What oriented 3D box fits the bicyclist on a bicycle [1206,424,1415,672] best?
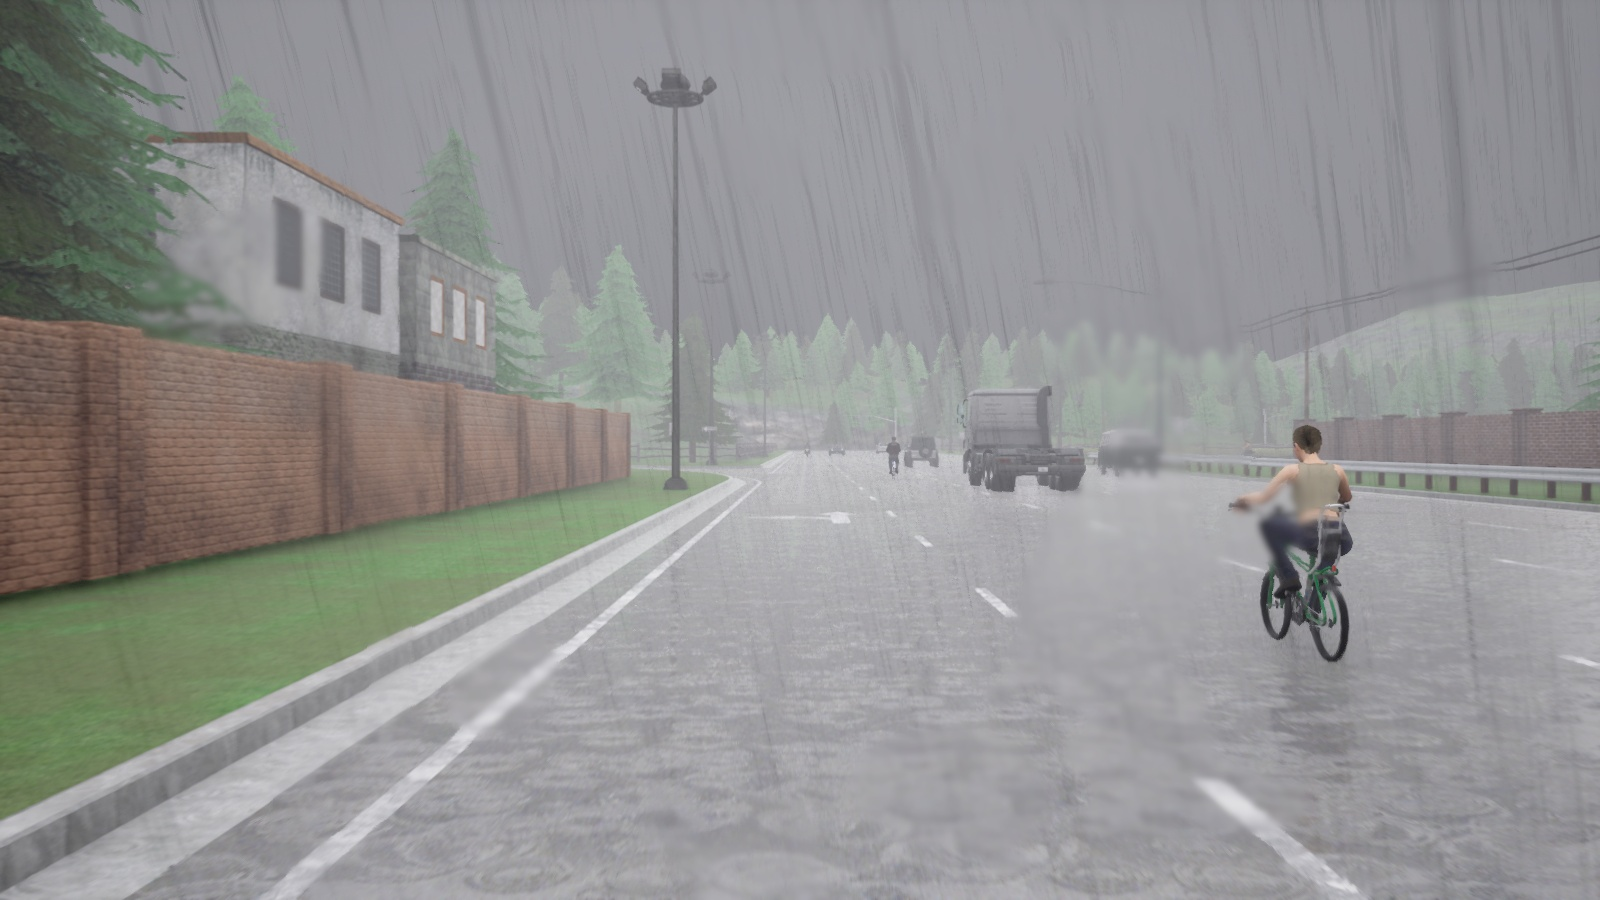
[{"bbox_3d":[3.571,0.635,8.937,0.866,1.612,1.509,0,0,0],"label":"bicyclist on a bicycle"}]

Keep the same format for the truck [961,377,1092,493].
[{"bbox_3d":[7.250,-0.462,41.331,2.891,3.462,7.936,0,0,0],"label":"truck"}]

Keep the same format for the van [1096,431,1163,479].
[{"bbox_3d":[14.326,0.201,54.880,1.775,1.987,4.442,0,0,0],"label":"van"}]

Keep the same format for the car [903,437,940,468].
[{"bbox_3d":[7.454,0.113,77.442,1.905,1.878,3.866,0,1,0],"label":"car"}]
